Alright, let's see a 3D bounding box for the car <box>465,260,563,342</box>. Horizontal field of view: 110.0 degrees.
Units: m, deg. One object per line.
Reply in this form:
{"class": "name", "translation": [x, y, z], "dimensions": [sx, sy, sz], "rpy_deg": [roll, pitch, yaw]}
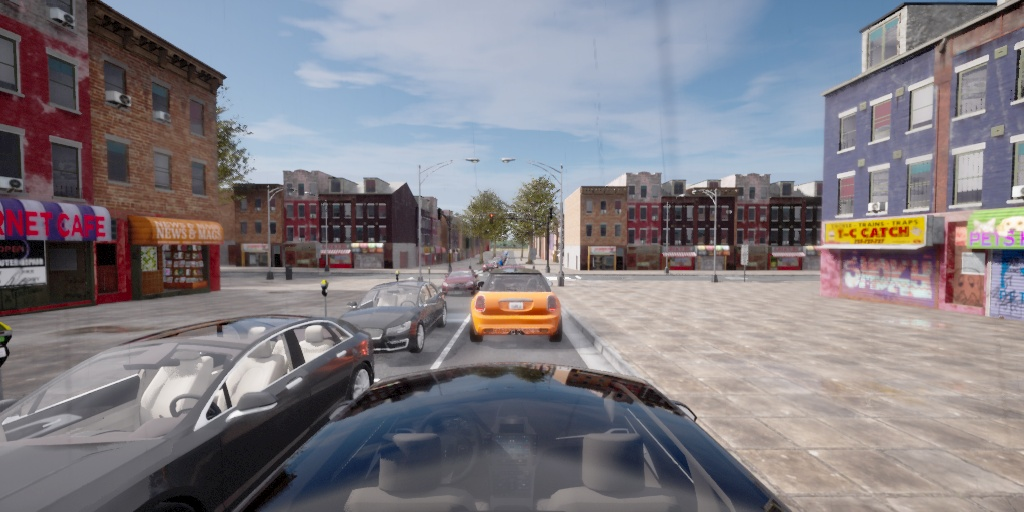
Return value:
{"class": "car", "translation": [0.085, 1.101, 9.905], "dimensions": [2.097, 1.767, 4.553], "rpy_deg": [0, 0, 0]}

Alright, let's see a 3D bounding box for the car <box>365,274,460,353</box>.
{"class": "car", "translation": [-2.653, 1.299, 8.596], "dimensions": [2.007, 1.370, 4.403], "rpy_deg": [0, 0, 0]}

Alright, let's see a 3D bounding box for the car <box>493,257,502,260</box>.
{"class": "car", "translation": [-2.723, 1.245, 46.265], "dimensions": [1.967, 1.591, 4.097], "rpy_deg": [0, 0, 0]}

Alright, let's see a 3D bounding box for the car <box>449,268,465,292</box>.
{"class": "car", "translation": [-2.673, 1.337, 19.490], "dimensions": [1.802, 1.307, 4.207], "rpy_deg": [0, 0, 0]}

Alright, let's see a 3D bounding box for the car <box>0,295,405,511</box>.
{"class": "car", "translation": [-2.643, 1.300, 3.147], "dimensions": [2.007, 1.370, 4.403], "rpy_deg": [0, 0, 0]}
